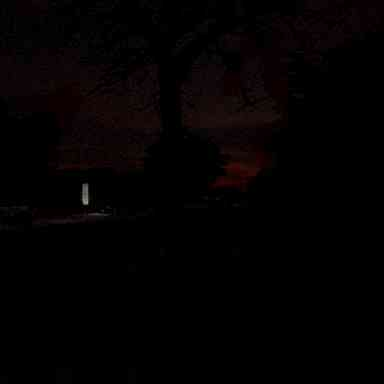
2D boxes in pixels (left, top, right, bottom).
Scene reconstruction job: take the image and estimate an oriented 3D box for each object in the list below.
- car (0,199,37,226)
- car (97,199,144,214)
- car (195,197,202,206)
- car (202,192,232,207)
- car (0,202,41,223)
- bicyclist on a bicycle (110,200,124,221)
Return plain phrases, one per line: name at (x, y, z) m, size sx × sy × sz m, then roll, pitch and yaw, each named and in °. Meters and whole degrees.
car at (-13.667, 1.356, 22.400) m, size 2.150 × 2.045 × 5.566 m, roll 1°, pitch 1°, yaw 41°
car at (-7.492, 1.471, 35.659) m, size 2.033 × 1.411 × 5.357 m, roll 1°, pitch 1°, yaw 35°
car at (2.235, 1.373, 52.042) m, size 1.812 × 1.442 × 4.674 m, roll 1°, pitch 0°, yaw 28°
car at (4.080, 1.095, 48.939) m, size 2.150 × 2.045 × 5.566 m, roll 1°, pitch 0°, yaw 28°
car at (-14.517, 1.602, 25.927) m, size 1.812 × 1.442 × 4.674 m, roll 1°, pitch 1°, yaw 37°
bicyclist on a bicycle at (-5.984, 1.502, 26.600) m, size 1.656 × 1.620 × 0.582 m, roll -1°, pitch 0°, yaw 36°
